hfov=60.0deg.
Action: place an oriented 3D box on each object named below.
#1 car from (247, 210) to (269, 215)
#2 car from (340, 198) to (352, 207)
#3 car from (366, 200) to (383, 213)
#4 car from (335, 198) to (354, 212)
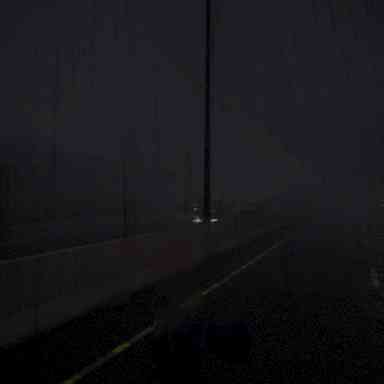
[{"bbox_3d":[5.754,1.601,30.733,1.882,1.535,5.008,0,0,26],"label":"car"},{"bbox_3d":[28.428,1.912,61.406,1.812,1.442,4.674,0,0,22],"label":"car"},{"bbox_3d":[22.681,1.778,40.951,2.128,1.511,4.902,0,0,26],"label":"car"},{"bbox_3d":[20.265,1.627,44.000,2.097,1.767,4.553,0,0,28],"label":"car"}]
